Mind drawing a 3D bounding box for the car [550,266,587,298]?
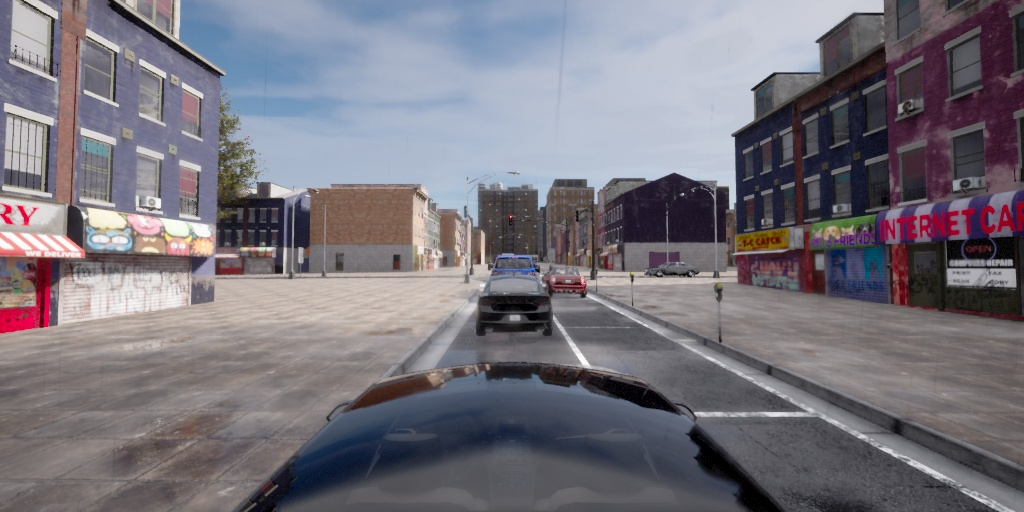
[{"bbox_3d":[2.616,1.210,18.755,1.967,1.591,4.097,0,0,0],"label":"car"}]

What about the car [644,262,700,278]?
[{"bbox_3d":[14.951,1.314,33.599,4.902,1.511,2.128,0,-2,0],"label":"car"}]

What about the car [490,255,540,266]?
[{"bbox_3d":[0.069,0.991,18.068,2.150,2.045,5.566,0,0,0],"label":"car"}]

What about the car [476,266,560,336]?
[{"bbox_3d":[0.036,1.235,10.506,1.882,1.535,5.008,0,0,-1],"label":"car"}]
